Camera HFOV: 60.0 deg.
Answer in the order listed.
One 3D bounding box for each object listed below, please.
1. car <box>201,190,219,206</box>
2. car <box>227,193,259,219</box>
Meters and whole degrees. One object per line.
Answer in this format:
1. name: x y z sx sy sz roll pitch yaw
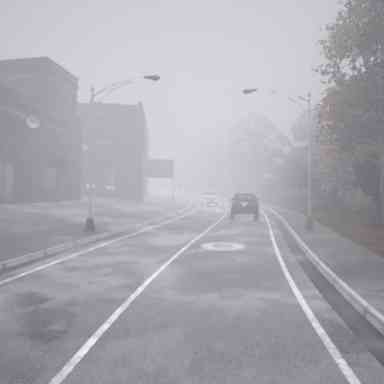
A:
1. car: 2.408 0.788 45.060 2.150 2.045 5.566 0 1 0
2. car: 4.409 1.056 27.789 2.150 2.045 5.566 0 1 10
